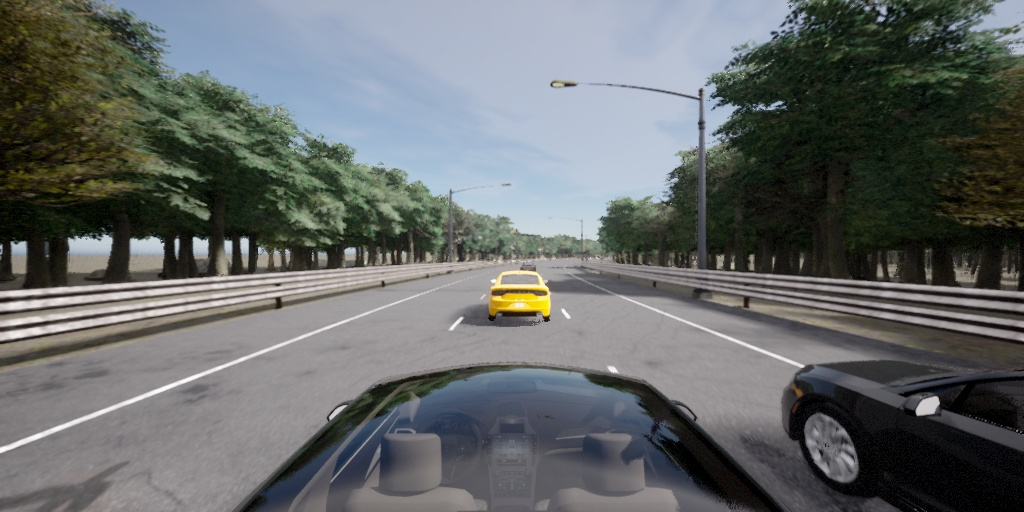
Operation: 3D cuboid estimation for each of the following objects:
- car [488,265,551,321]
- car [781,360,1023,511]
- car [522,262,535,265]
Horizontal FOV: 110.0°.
[{"bbox_3d":[0.268,1.258,12.674,1.882,1.535,5.008,0,0,1],"label":"car"},{"bbox_3d":[3.626,1.258,1.606,1.837,1.490,4.892,0,0,0],"label":"car"},{"bbox_3d":[2.031,1.451,44.197,2.128,1.511,4.902,0,0,5],"label":"car"}]
